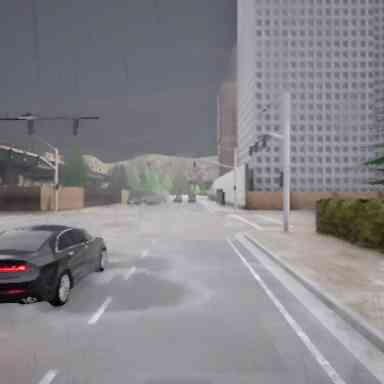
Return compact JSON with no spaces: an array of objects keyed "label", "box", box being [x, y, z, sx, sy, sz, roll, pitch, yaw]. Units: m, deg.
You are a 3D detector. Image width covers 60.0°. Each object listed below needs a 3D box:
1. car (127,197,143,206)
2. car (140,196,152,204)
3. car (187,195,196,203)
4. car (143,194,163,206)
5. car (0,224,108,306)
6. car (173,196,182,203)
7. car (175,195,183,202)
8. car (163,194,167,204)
[{"label":"car","box":[-10.541,1.767,60.442,2.128,1.511,4.902,0,0,1]},{"label":"car","box":[-10.510,1.700,75.942,2.097,1.767,4.553,0,0,0]},{"label":"car","box":[-0.010,1.942,78.066,1.895,1.301,4.718,0,0,0]},{"label":"car","box":[-7.045,1.627,60.512,2.097,1.767,4.553,0,0,1]},{"label":"car","box":[-3.442,1.541,8.090,1.837,1.490,4.892,0,0,0]},{"label":"car","box":[-3.510,1.942,78.067,1.895,1.301,4.718,0,0,0]},{"label":"car","box":[-3.511,1.707,88.260,1.882,1.535,5.008,0,0,0]},{"label":"car","box":[-7.010,1.570,75.928,2.150,2.045,5.566,0,0,0]}]
